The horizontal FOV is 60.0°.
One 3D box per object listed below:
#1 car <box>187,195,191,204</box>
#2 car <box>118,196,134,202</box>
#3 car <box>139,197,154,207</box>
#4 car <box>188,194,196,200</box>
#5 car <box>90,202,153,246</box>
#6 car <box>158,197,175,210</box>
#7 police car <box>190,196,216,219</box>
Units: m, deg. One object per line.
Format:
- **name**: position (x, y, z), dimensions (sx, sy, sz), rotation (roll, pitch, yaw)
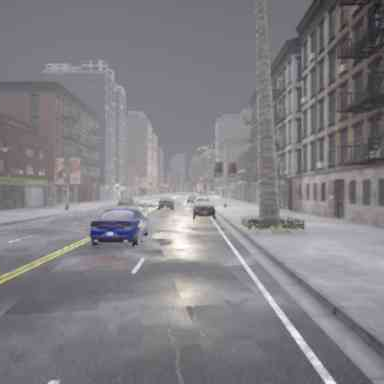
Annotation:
- **car**: position (0.004, 1.452, 62.487), dimensions (1.994, 1.385, 4.181), rotation (0, 0, 0)
- **car**: position (-9.800, 1.433, 49.483), dimensions (1.837, 1.490, 4.892), rotation (0, 0, 0)
- **car**: position (-6.550, 1.457, 48.307), dimensions (1.812, 1.442, 4.674), rotation (0, 0, 1)
- **car**: position (0.005, 1.275, 84.818), dimensions (1.895, 1.301, 4.718), rotation (0, 0, 0)
- **car**: position (-3.148, 1.457, 15.246), dimensions (1.882, 1.535, 5.008), rotation (0, 0, 0)
- **car**: position (-3.148, 1.447, 41.658), dimensions (1.837, 1.490, 4.892), rotation (0, 0, 0)
- **police car**: position (0.978, 1.387, 28.370), dimensions (1.930, 1.638, 5.238), rotation (0, 0, 0)
